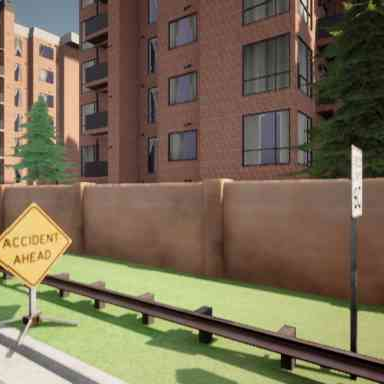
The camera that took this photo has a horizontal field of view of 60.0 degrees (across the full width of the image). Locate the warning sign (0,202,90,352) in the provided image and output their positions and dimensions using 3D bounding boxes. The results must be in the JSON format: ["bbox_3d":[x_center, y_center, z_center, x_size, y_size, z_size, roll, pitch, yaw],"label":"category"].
[{"bbox_3d":[-2.420,1.099,5.042,1.060,1.860,1.300,0,0,36],"label":"warning sign"}]
